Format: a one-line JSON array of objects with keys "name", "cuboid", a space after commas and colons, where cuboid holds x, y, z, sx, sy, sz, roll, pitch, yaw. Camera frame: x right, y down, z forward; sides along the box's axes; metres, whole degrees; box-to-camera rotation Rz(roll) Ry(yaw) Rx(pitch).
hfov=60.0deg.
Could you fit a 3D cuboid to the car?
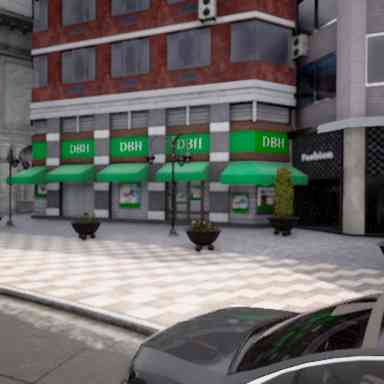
[{"name": "car", "cuboid": [1.598, 1.505, 2.160, 4.892, 1.490, 1.837, 1, 0, 36]}]
